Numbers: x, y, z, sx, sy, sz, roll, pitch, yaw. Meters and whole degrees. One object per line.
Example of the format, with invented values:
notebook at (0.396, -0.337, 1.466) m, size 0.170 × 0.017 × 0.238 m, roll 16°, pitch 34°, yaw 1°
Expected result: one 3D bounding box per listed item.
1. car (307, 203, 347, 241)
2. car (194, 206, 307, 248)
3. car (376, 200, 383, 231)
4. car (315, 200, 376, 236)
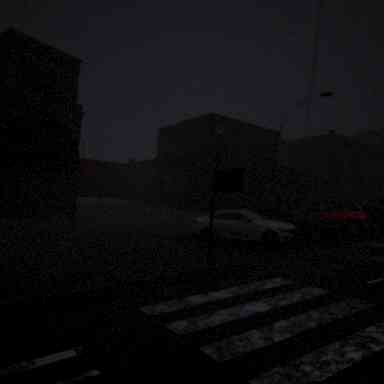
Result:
car at (4.665, 1.456, 16.248) m, size 4.792 × 1.488 × 2.163 m, roll -1°, pitch -1°, yaw 34°
car at (2.242, 1.479, 14.544) m, size 4.674 × 1.452 × 2.002 m, roll -1°, pitch -1°, yaw 34°
car at (9.411, 1.433, 19.713) m, size 4.792 × 1.488 × 2.163 m, roll -1°, pitch 0°, yaw 35°
car at (7.060, 1.289, 17.962) m, size 4.553 × 1.767 × 2.185 m, roll -1°, pitch 0°, yaw 34°
